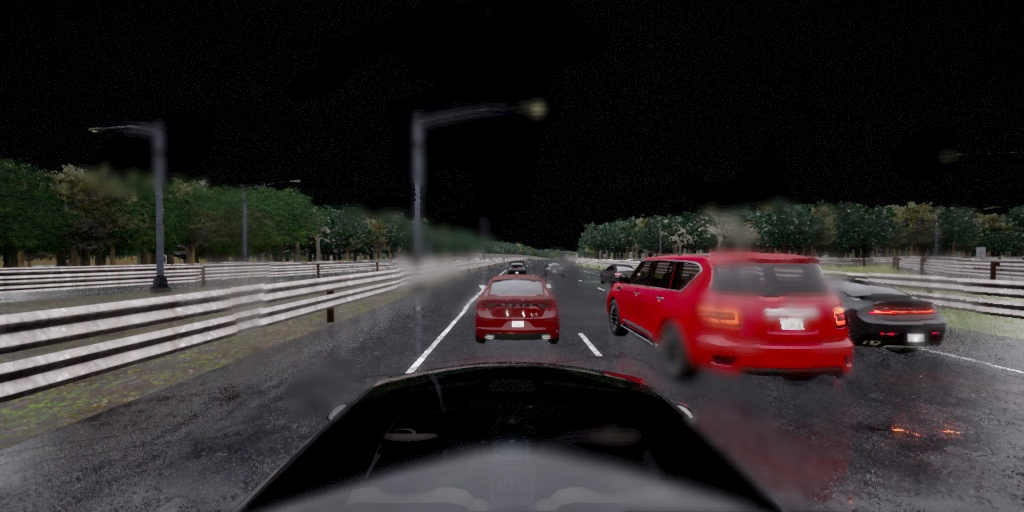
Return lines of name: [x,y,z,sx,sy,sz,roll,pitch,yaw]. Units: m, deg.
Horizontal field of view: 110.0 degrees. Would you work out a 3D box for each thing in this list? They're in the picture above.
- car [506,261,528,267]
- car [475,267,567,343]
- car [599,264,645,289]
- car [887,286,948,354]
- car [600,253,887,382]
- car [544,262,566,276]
car: [0.515,1.257,34.688,1.837,1.490,4.892,0,0,1]
car: [0.120,1.226,9.720,1.882,1.535,5.008,0,0,0]
car: [7.231,1.277,24.102,1.812,1.442,4.674,0,0,1]
car: [7.114,1.250,8.727,1.837,1.490,4.892,0,-1,0]
car: [3.608,0.971,7.282,2.150,2.045,5.566,0,0,0]
car: [3.993,1.279,33.897,1.812,1.442,4.674,0,0,2]
